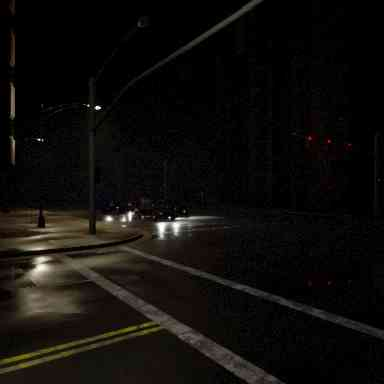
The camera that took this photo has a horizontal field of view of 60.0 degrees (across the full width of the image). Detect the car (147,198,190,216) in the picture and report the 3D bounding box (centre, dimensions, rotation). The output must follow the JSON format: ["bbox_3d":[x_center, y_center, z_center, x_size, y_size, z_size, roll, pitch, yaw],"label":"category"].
[{"bbox_3d":[-2.126,1.505,32.024,1.837,1.490,4.892,0,0,-36],"label":"car"}]

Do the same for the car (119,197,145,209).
[{"bbox_3d":[-8.551,1.526,47.062,1.812,1.442,4.674,0,0,-36],"label":"car"}]

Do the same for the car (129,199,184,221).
[{"bbox_3d":[-3.061,1.547,27.453,2.033,1.411,5.357,0,0,-31],"label":"car"}]

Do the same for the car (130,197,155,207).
[{"bbox_3d":[-7.852,1.526,52.055,1.812,1.442,4.674,0,0,-37],"label":"car"}]

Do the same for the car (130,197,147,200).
[{"bbox_3d":[-7.532,1.352,39.453,2.097,1.767,4.553,0,0,-37],"label":"car"}]

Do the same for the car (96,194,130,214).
[{"bbox_3d":[-9.096,1.221,35.652,2.150,2.045,5.566,0,0,-36],"label":"car"}]
